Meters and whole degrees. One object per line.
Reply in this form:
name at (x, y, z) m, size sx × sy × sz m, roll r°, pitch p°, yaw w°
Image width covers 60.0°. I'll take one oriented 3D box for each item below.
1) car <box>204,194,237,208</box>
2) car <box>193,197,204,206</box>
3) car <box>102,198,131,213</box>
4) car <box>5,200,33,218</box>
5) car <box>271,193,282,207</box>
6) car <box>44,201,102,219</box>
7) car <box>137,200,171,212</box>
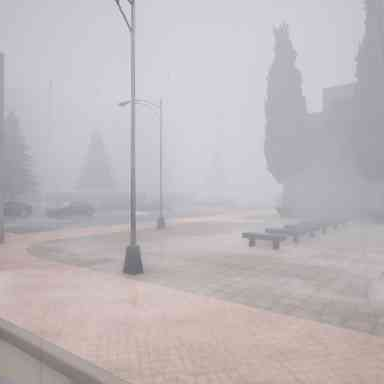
car at (4.319, 1.506, 49.311) m, size 1.837 × 1.490 × 4.892 m, roll 0°, pitch 0°, yaw 38°
car at (2.226, 1.507, 52.317) m, size 1.837 × 1.490 × 4.892 m, roll 0°, pitch -1°, yaw 38°
car at (-8.892, 1.491, 37.967) m, size 2.128 × 1.511 × 4.902 m, roll 0°, pitch 0°, yaw 38°
car at (-16.246, 1.505, 28.512) m, size 1.837 × 1.490 × 4.892 m, roll 0°, pitch 0°, yaw 39°
car at (14.688, 1.221, 51.020) m, size 2.150 × 2.045 × 5.566 m, roll 0°, pitch 0°, yaw 38°
car at (-10.781, 1.526, 29.754) m, size 1.812 × 1.442 × 4.674 m, roll 0°, pitch 0°, yaw 37°
car at (-4.349, 1.564, 38.125) m, size 1.994 × 1.385 × 4.181 m, roll 0°, pitch 0°, yaw 38°
